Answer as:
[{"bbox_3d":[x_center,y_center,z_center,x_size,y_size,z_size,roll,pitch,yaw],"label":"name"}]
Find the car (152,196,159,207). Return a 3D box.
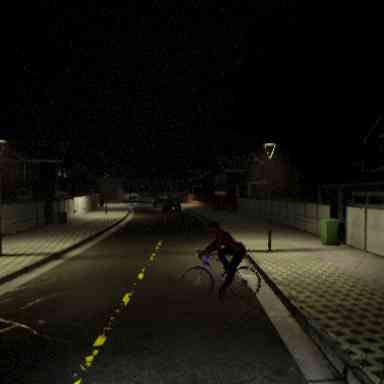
[{"bbox_3d":[-4.775,1.379,48.707,2.128,1.511,4.902,0,0,-14],"label":"car"}]

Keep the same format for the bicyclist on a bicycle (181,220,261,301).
[{"bbox_3d":[0.593,1.408,6.844,1.656,1.620,0.582,0,0,0],"label":"bicyclist on a bicycle"}]

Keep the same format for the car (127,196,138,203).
[{"bbox_3d":[-11.269,1.366,62.816,2.033,1.411,5.357,0,0,-11],"label":"car"}]

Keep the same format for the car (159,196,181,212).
[{"bbox_3d":[-2.390,1.433,37.660,1.837,1.490,4.892,0,0,-10],"label":"car"}]
